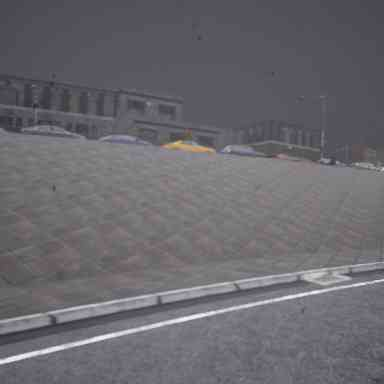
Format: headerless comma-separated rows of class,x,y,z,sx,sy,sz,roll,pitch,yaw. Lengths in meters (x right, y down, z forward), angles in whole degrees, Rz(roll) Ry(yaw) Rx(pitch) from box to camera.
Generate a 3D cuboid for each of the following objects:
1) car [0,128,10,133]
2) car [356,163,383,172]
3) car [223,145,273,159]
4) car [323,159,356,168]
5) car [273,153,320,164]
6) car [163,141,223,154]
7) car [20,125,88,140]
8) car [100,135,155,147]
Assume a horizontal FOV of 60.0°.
car,-15.752,-4.509,23.906,4.892,1.521,2.231,3,-1,-19
car,20.008,-2.592,38.774,4.892,1.521,2.231,3,-1,-26
car,4.929,-3.556,31.738,4.553,1.767,2.185,3,-1,-22
car,15.149,-2.827,36.381,4.674,1.452,2.002,3,-1,-25
car,10.153,-3.114,34.052,4.792,1.488,2.163,3,-1,-24
car,-0.172,-3.708,29.620,5.008,1.535,2.097,3,-1,-21
car,-10.539,-4.257,25.702,4.892,1.521,2.231,3,-1,-19
car,-5.336,-3.945,27.605,4.674,1.452,2.002,3,-1,-20
